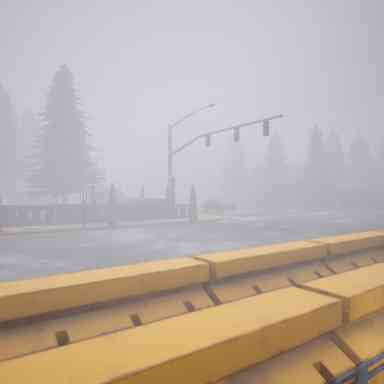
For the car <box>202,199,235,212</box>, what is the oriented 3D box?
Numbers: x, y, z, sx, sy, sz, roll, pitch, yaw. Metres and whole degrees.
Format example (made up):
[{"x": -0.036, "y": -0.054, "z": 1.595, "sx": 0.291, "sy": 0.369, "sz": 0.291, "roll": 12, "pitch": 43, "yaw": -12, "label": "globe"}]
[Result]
[{"x": 3.097, "y": 1.526, "z": 39.435, "sx": 1.812, "sy": 1.442, "sz": 4.674, "roll": 0, "pitch": 0, "yaw": -36, "label": "car"}]
